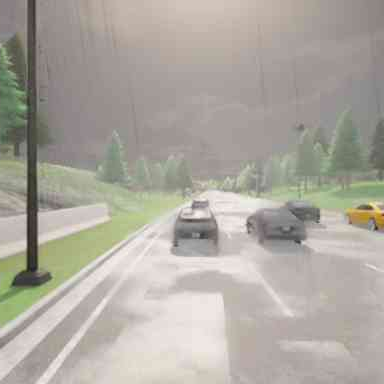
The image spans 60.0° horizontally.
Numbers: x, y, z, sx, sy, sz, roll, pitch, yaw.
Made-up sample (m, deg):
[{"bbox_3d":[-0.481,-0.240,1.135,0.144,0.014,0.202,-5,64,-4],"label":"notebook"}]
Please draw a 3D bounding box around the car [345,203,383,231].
[{"bbox_3d":[10.798,1.353,19.570,1.882,1.535,5.008,0,0,2],"label":"car"}]

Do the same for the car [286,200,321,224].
[{"bbox_3d":[7.425,1.329,23.450,1.882,1.535,5.008,0,0,2],"label":"car"}]

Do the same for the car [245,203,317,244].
[{"bbox_3d":[3.682,1.450,15.320,2.033,1.411,5.357,0,0,1],"label":"car"}]

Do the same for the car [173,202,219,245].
[{"bbox_3d":[0.186,1.397,14.880,2.128,1.511,4.902,0,0,1],"label":"car"}]

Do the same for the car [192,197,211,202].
[{"bbox_3d":[0.987,1.266,35.648,2.128,1.511,4.902,0,0,3],"label":"car"}]
